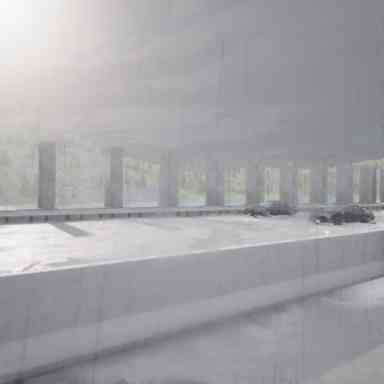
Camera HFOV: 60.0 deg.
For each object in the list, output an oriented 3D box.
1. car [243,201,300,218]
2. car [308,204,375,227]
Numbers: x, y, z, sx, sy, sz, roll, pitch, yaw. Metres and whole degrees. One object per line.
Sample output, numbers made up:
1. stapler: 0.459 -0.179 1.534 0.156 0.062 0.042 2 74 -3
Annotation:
1. car: 7.068 1.503 29.251 5.357 1.411 2.033 0 0 -31
2. car: 10.505 1.557 23.149 5.357 1.411 2.033 0 0 -31
